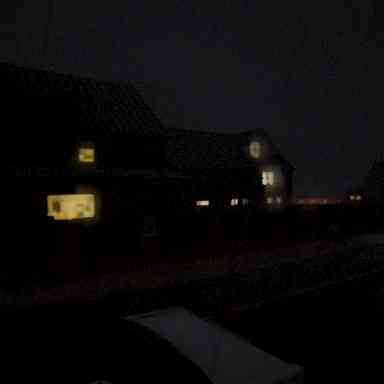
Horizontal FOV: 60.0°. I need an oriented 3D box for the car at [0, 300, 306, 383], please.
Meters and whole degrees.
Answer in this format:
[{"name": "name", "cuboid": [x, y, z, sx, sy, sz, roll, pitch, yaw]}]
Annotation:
[{"name": "car", "cuboid": [-1.478, 1.601, 2.033, 4.718, 1.301, 1.895, 0, 0, -36]}]
